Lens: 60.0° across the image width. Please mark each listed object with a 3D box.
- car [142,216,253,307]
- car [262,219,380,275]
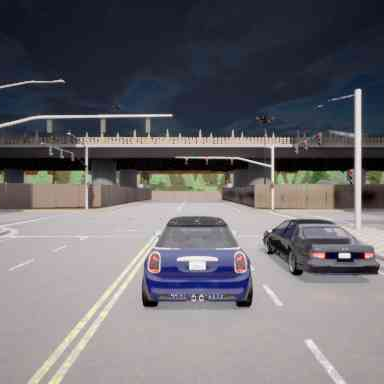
[{"bbox_3d":[0.100,1.352,8.135,2.097,1.767,4.553,0,0,0],"label":"car"},{"bbox_3d":[3.600,1.547,10.356,2.033,1.411,5.357,0,0,0],"label":"car"}]
